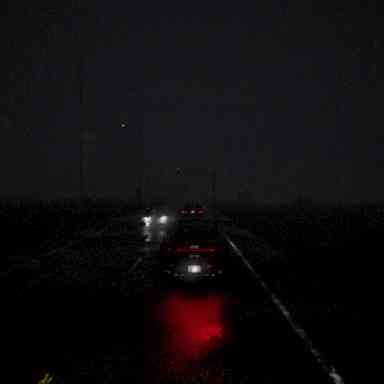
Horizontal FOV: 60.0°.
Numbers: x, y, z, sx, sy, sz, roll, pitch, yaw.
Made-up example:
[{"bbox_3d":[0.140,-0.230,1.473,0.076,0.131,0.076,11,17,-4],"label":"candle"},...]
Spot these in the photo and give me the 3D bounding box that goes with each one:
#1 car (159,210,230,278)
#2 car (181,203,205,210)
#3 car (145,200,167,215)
[{"bbox_3d":[0.071,1.524,10.165,1.837,1.490,4.892,0,0,0],"label":"car"},{"bbox_3d":[0.084,1.589,28.010,2.033,1.411,5.357,0,0,0],"label":"car"},{"bbox_3d":[-3.598,1.555,34.104,1.837,1.490,4.892,0,-1,0],"label":"car"}]
